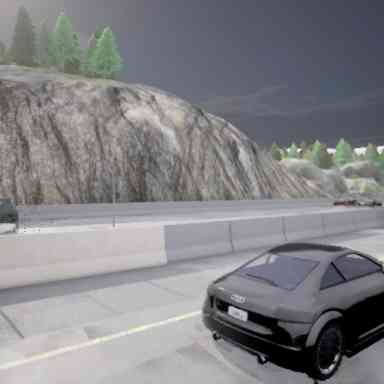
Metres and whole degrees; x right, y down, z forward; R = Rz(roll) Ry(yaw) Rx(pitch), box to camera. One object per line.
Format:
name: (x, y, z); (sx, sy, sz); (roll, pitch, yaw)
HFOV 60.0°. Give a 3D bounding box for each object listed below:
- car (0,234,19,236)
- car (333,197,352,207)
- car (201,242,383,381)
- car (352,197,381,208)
car: (-8.350, 1.526, 11.005); (4.674, 1.442, 1.812); (0, 0, -36)
car: (23.285, 1.450, 50.506); (5.008, 1.535, 1.882); (0, 0, -40)
car: (2.180, 1.559, 5.553); (4.181, 1.385, 1.994); (0, 0, -38)
car: (25.654, 1.464, 47.923); (4.902, 1.511, 2.128); (0, 0, -40)
